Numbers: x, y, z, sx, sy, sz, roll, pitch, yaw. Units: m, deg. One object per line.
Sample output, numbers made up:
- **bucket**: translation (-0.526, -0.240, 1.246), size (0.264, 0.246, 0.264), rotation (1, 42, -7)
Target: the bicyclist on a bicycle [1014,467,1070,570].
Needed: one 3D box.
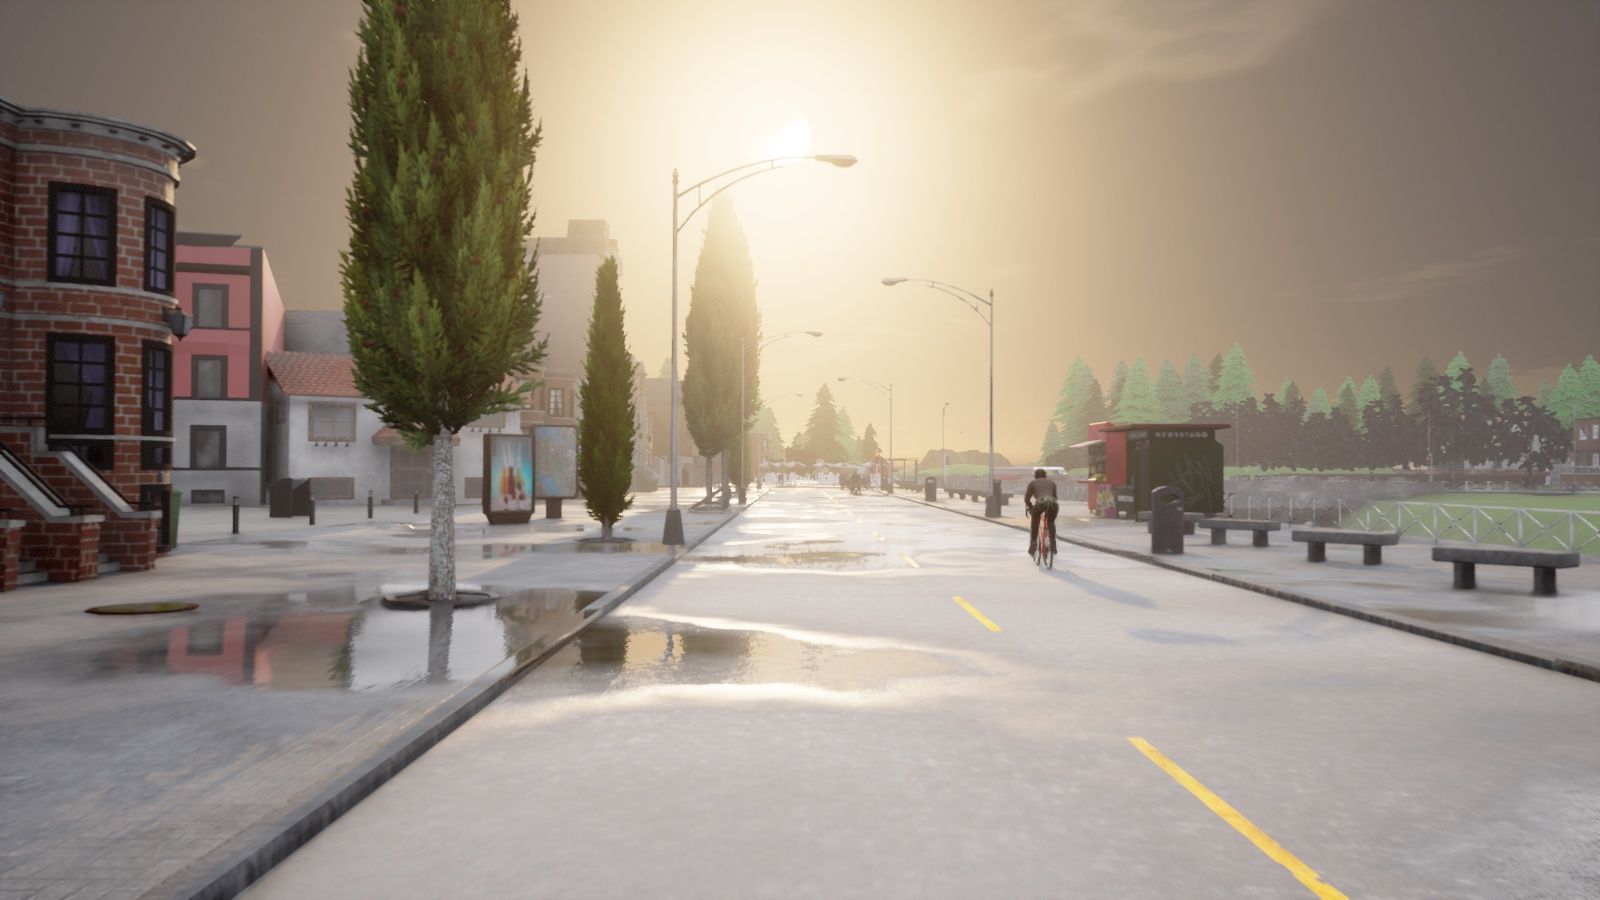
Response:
- **bicyclist on a bicycle**: translation (3.945, 1.096, 20.560), size (0.582, 1.620, 1.656), rotation (0, -1, 0)
